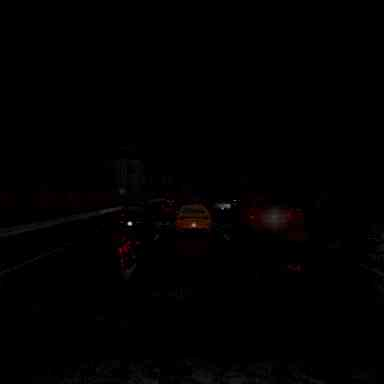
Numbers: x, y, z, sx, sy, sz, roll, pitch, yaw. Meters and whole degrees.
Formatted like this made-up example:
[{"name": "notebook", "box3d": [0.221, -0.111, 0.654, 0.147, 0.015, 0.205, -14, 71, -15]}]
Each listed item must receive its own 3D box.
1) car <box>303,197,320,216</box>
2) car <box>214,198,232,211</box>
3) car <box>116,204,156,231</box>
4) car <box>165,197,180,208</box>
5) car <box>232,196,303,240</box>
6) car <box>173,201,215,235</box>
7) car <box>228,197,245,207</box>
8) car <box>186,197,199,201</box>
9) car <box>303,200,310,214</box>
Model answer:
[{"name": "car", "box3d": [10.578, 1.361, 32.152, 2.097, 1.767, 4.553, 0, 0, 0]}, {"name": "car", "box3d": [3.579, 1.613, 41.150, 1.895, 1.301, 4.718, 0, 0, 0]}, {"name": "car", "box3d": [-3.410, 1.508, 20.654, 1.837, 1.490, 4.892, 0, -1, 0]}, {"name": "car", "box3d": [-2.840, 1.515, 48.433, 1.837, 1.490, 4.892, 0, -1, 3]}, {"name": "car", "box3d": [3.592, 1.227, 17.106, 2.150, 2.045, 5.566, 0, 0, 0]}, {"name": "car", "box3d": [0.092, 1.483, 18.946, 1.882, 1.535, 5.008, 0, 0, 0]}, {"name": "car", "box3d": [7.073, 1.507, 53.070, 2.128, 1.511, 4.902, 0, 0, 0]}, {"name": "car", "box3d": [0.073, 1.520, 53.492, 1.837, 1.490, 4.892, 0, 0, 0]}, {"name": "car", "box3d": [7.088, 1.499, 25.937, 2.128, 1.511, 4.902, 0, 0, 0]}]
